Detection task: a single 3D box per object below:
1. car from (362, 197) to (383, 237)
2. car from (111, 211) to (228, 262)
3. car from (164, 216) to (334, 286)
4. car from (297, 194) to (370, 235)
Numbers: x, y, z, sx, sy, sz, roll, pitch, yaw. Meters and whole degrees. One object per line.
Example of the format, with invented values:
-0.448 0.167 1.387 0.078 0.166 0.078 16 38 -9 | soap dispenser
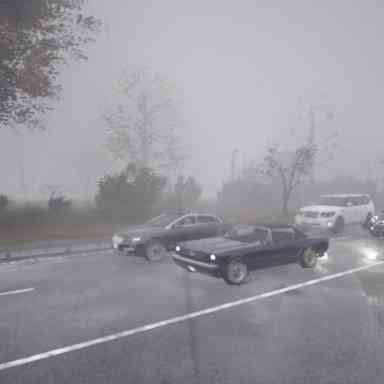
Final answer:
10.480 1.248 16.047 4.553 1.767 2.097 -1 0 -38 | car
-0.476 1.465 12.179 4.902 1.511 2.128 0 0 -36 | car
1.792 1.571 9.501 4.718 1.301 1.895 0 0 -36 | car
8.220 1.120 18.722 5.566 2.045 2.150 -1 0 -38 | car
